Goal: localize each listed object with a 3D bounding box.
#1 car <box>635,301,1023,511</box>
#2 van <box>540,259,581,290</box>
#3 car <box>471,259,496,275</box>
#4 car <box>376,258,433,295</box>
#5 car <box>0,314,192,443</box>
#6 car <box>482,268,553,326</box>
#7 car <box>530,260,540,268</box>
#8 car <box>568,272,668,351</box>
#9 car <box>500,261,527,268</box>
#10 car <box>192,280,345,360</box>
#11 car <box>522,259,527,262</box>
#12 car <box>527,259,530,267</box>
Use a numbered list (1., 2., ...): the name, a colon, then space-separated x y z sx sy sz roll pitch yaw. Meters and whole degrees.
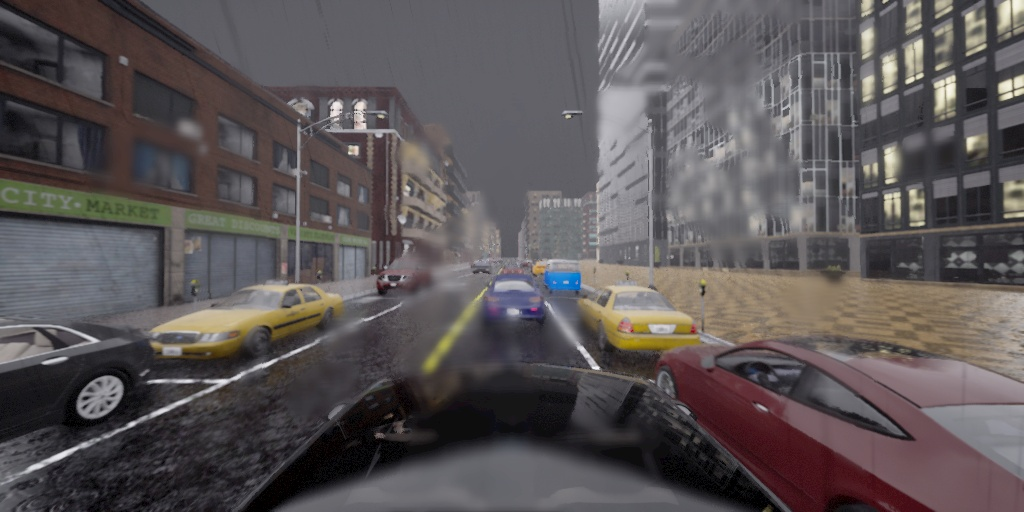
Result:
1. car: 2.692 1.331 3.019 1.802 1.307 4.207 0 0 0
2. van: 2.676 1.083 19.729 1.690 1.789 3.998 0 0 0
3. car: -3.132 1.285 38.686 2.033 1.411 5.357 0 0 0
4. car: -5.705 1.057 19.722 2.192 1.841 5.009 0 0 0
5. car: -5.689 1.300 3.012 2.007 1.370 4.403 0 0 0
6. car: 0.060 1.271 11.466 1.812 1.442 4.674 0 0 0
7. car: 3.110 1.216 35.786 1.882 1.535 5.008 0 0 0
8. car: 2.686 1.272 8.758 1.751 1.417 4.829 0 0 0
9. car: 0.067 1.340 31.617 1.895 1.301 4.718 0 0 0
10. car: -5.694 1.272 8.413 1.751 1.417 4.829 0 0 0
11. car: 2.640 1.279 58.716 1.888 1.381 4.507 0 0 0
12. car: 3.109 1.241 42.787 1.837 1.490 4.892 0 0 0
